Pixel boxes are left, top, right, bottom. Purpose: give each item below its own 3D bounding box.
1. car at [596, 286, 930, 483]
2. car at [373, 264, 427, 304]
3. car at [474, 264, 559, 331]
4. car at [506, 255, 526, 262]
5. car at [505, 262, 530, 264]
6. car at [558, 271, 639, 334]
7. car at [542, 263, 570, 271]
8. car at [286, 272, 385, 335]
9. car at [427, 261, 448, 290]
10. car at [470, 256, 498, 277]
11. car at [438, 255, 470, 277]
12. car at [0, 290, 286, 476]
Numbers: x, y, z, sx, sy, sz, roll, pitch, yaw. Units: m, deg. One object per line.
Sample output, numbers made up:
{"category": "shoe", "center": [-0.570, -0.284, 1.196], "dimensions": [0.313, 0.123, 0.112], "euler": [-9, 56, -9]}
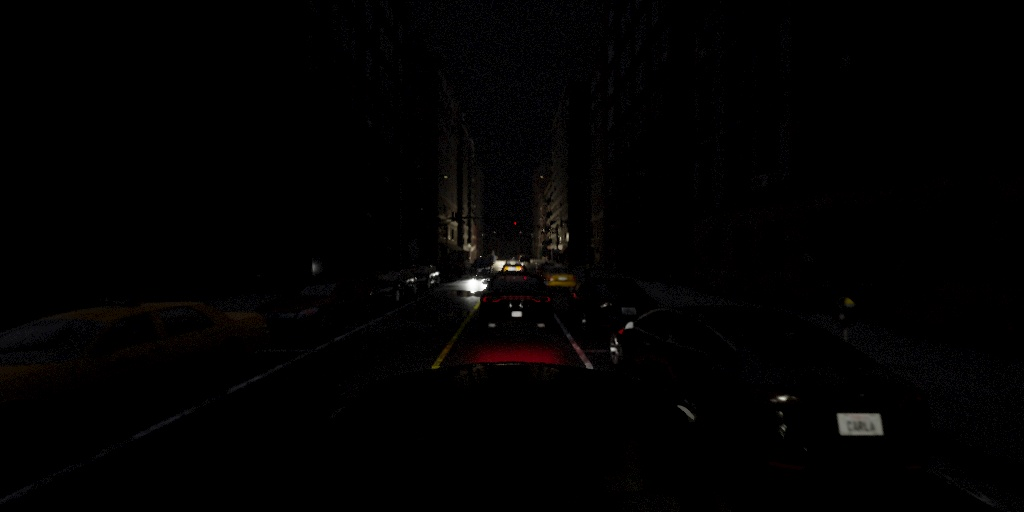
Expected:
{"category": "car", "center": [2.641, 1.296, 4.799], "dimensions": [1.948, 1.339, 4.313], "euler": [0, 0, 0]}
{"category": "car", "center": [-5.364, 1.207, 15.649], "dimensions": [2.007, 1.370, 4.403], "euler": [0, 0, 0]}
{"category": "car", "center": [0.115, 1.168, 10.779], "dimensions": [1.882, 1.535, 5.008], "euler": [0, 1, 0]}
{"category": "car", "center": [0.055, 0.995, 32.419], "dimensions": [1.801, 1.575, 5.366], "euler": [0, 0, 0]}
{"category": "car", "center": [0.137, 1.214, 21.965], "dimensions": [1.895, 1.301, 4.718], "euler": [0, 0, 1]}
{"category": "car", "center": [2.651, 1.260, 10.212], "dimensions": [1.948, 1.339, 4.313], "euler": [0, 0, 0]}
{"category": "car", "center": [2.671, 1.145, 21.208], "dimensions": [1.751, 1.417, 4.829], "euler": [0, 0, 0]}
{"category": "car", "center": [-5.374, 1.276, 10.236], "dimensions": [1.802, 1.307, 4.207], "euler": [0, 0, 0]}
{"category": "car", "center": [-5.354, 1.169, 21.062], "dimensions": [2.007, 1.370, 4.403], "euler": [0, 0, 0]}
{"category": "car", "center": [-2.696, 0.979, 32.276], "dimensions": [2.128, 1.511, 4.902], "euler": [0, 0, 0]}
{"category": "car", "center": [-5.334, 0.857, 31.887], "dimensions": [2.192, 1.841, 5.009], "euler": [0, 0, 0]}
{"category": "car", "center": [-5.384, 1.255, 4.653], "dimensions": [1.751, 1.417, 4.829], "euler": [0, 0, 0]}
